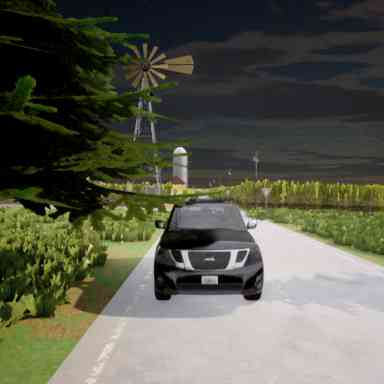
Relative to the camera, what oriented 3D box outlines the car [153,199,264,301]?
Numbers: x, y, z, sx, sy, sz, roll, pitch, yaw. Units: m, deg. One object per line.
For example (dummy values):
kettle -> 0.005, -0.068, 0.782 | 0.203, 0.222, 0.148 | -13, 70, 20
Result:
car -> 0.336, 1.221, 8.709 | 2.150, 2.045, 5.566 | 0, 0, 0
